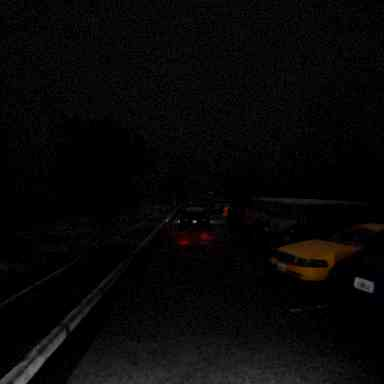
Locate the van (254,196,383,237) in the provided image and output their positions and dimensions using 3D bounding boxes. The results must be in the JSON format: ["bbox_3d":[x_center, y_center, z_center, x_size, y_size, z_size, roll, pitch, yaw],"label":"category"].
[{"bbox_3d":[4.755,1.276,11.859,4.442,1.987,1.878,1,0,-20],"label":"van"}]

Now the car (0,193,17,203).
[{"bbox_3d":[-34.639,1.093,62.724,2.185,1.767,4.553,0,-1,-19],"label":"car"}]

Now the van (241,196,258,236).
[{"bbox_3d":[4.763,1.280,14.837,4.442,1.987,1.878,1,0,-20],"label":"van"}]

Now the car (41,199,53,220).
[{"bbox_3d":[-13.252,1.528,24.867,4.792,1.488,2.163,-1,0,-20],"label":"car"}]

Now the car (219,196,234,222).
[{"bbox_3d":[4.918,1.265,20.845,5.566,2.045,2.435,1,0,-20],"label":"car"}]

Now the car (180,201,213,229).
[{"bbox_3d":[0.164,1.556,21.877,1.812,1.442,4.674,0,0,0],"label":"car"}]

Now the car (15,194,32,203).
[{"bbox_3d":[-31.688,1.220,62.695,2.231,1.521,4.892,0,-1,-19],"label":"car"}]

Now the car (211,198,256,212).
[{"bbox_3d":[4.965,1.543,39.939,4.892,1.521,2.231,1,0,-20],"label":"car"}]

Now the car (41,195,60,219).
[{"bbox_3d":[-13.243,1.252,27.877,5.566,2.045,2.435,-1,0,-20],"label":"car"}]

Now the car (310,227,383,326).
[{"bbox_3d":[4.868,1.525,5.963,4.792,1.488,2.163,1,0,-20],"label":"car"}]

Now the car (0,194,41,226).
[{"bbox_3d":[-13.270,1.242,21.863,5.566,2.045,2.435,-1,0,-20],"label":"car"}]

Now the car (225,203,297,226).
[{"bbox_3d":[4.901,1.560,23.807,4.674,1.452,2.002,1,0,-20],"label":"car"}]

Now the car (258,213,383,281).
[{"bbox_3d":[4.675,1.494,8.861,5.366,1.575,1.946,1,0,-20],"label":"car"}]

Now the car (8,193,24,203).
[{"bbox_3d":[-42.150,1.505,79.811,2.435,2.045,5.566,1,-3,-19],"label":"car"}]

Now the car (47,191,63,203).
[{"bbox_3d":[-25.756,0.967,62.577,2.435,2.045,5.566,1,-1,-19],"label":"car"}]

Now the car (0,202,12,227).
[{"bbox_3d":[-13.277,1.518,18.855,4.792,1.488,2.163,-1,0,-20],"label":"car"}]

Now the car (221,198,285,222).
[{"bbox_3d":[4.881,1.398,26.779,4.553,1.767,2.185,1,0,-20],"label":"car"}]

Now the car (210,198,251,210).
[{"bbox_3d":[4.993,1.546,43.333,4.892,1.521,2.231,1,0,-20],"label":"car"}]

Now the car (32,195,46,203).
[{"bbox_3d":[-28.731,1.259,62.647,2.002,1.452,4.674,1,-1,-19],"label":"car"}]

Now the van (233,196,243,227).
[{"bbox_3d":[4.771,1.284,17.815,4.442,1.987,1.878,1,0,-20],"label":"van"}]

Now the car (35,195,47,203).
[{"bbox_3d":[-36.132,1.632,79.750,2.185,1.767,4.553,1,-3,-19],"label":"car"}]

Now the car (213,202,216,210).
[{"bbox_3d":[4.914,1.561,33.139,4.792,1.488,2.163,1,0,-20],"label":"car"}]

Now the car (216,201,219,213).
[{"bbox_3d":[4.955,1.402,29.770,4.553,1.767,2.185,1,0,-20],"label":"car"}]

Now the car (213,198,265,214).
[{"bbox_3d":[5.127,1.537,36.614,5.366,1.575,1.946,1,0,-20],"label":"car"}]

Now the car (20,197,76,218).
[{"bbox_3d":[-13.215,1.382,30.873,4.553,1.767,2.185,-1,0,-20],"label":"car"}]
